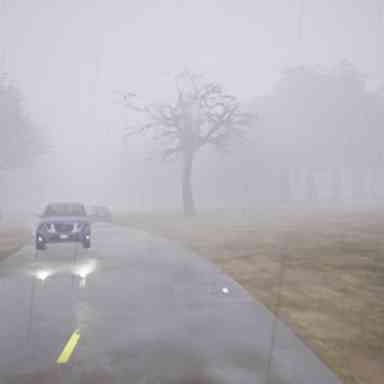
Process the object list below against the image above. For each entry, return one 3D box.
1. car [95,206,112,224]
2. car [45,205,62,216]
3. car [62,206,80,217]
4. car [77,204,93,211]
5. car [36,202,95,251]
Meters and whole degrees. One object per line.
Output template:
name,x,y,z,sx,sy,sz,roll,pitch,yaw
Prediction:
car,-9.193,2.097,31.854,2.097,1.767,4.553,1,-2,-29
car,-21.827,2.876,52.419,1.837,1.490,4.892,0,-2,-15
car,-17.444,2.788,48.289,2.033,1.411,5.357,0,-2,-16
car,-21.392,3.149,66.732,1.895,1.301,4.718,0,-1,-4
car,-6.062,1.496,15.981,2.150,2.045,5.566,1,-2,-20
